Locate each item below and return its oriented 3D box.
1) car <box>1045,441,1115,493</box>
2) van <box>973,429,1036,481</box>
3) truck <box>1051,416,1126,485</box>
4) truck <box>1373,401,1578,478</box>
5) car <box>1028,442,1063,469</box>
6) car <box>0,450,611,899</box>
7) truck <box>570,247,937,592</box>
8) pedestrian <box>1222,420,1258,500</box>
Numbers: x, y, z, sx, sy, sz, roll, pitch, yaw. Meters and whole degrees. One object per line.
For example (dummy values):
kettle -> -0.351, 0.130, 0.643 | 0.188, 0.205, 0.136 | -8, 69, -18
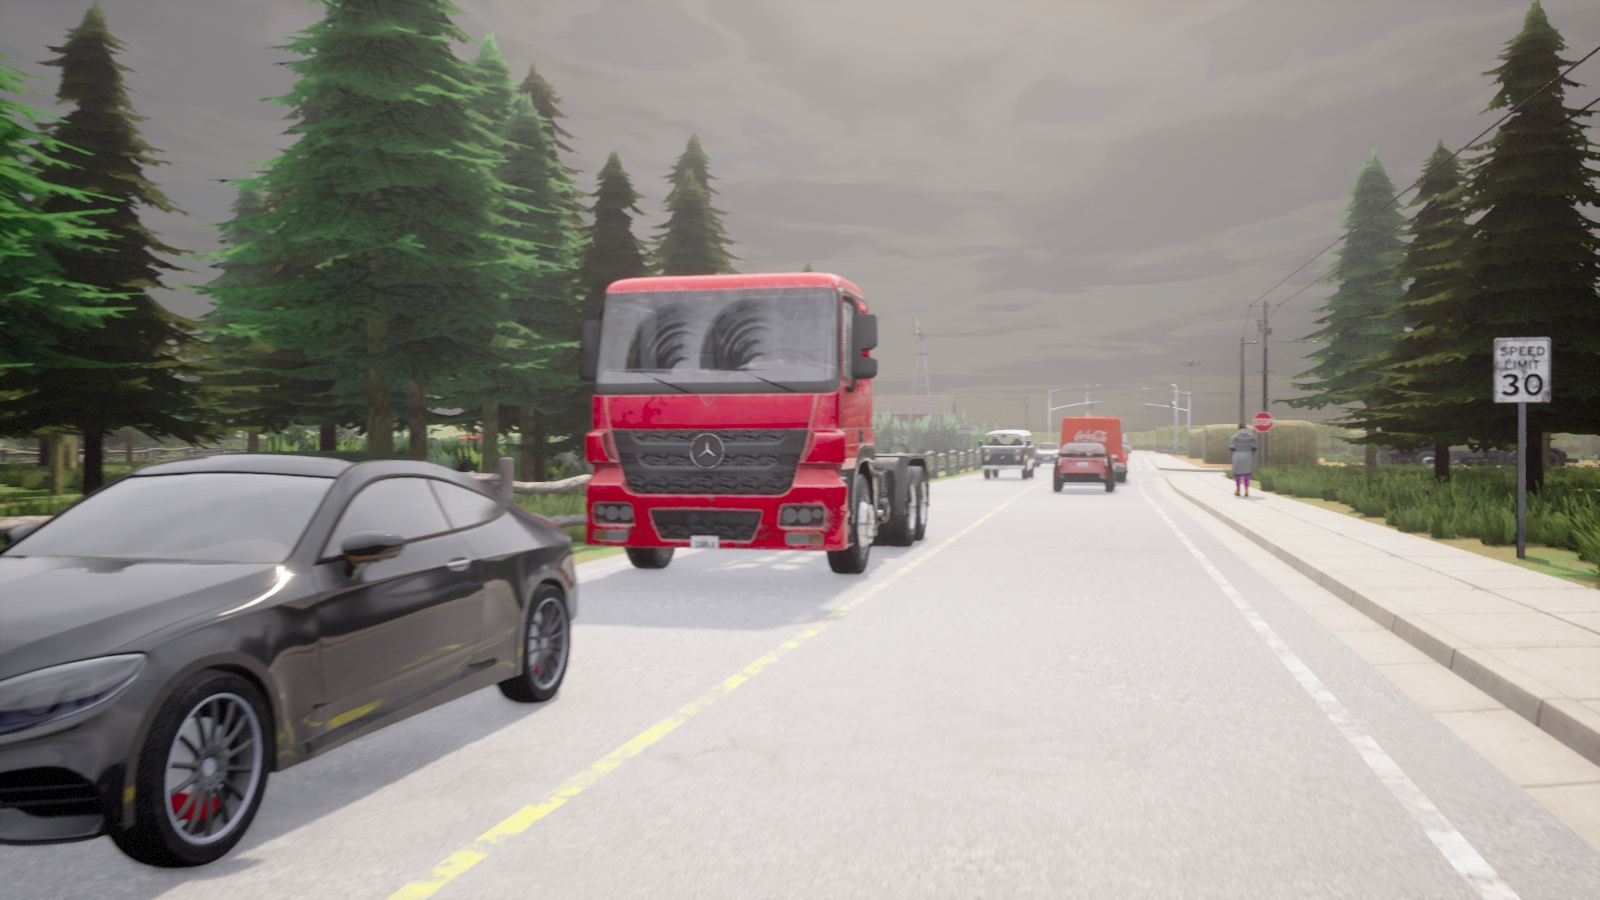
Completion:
car -> 8.763, 0.481, 39.116 | 2.007, 1.525, 4.514 | 0, 0, 14
van -> 8.498, 0.185, 51.865 | 2.069, 2.038, 4.480 | 0, 0, 16
truck -> 11.137, 0.001, 48.182 | 2.627, 2.467, 5.204 | 0, 0, 15
truck -> 31.471, -0.479, 58.865 | 7.936, 3.462, 2.891 | 0, 0, 12
car -> 14.810, 0.318, 75.637 | 1.789, 1.549, 3.705 | 0, 0, 15
car -> -2.618, 0.733, 6.057 | 1.812, 1.442, 4.674 | 0, 0, 13
truck -> -0.103, -0.331, 16.776 | 2.891, 3.462, 7.936 | 0, 0, 13
pedestrian -> 10.933, 0.238, 31.237 | 0.659, 1.952, 0.873 | 0, 0, 6
